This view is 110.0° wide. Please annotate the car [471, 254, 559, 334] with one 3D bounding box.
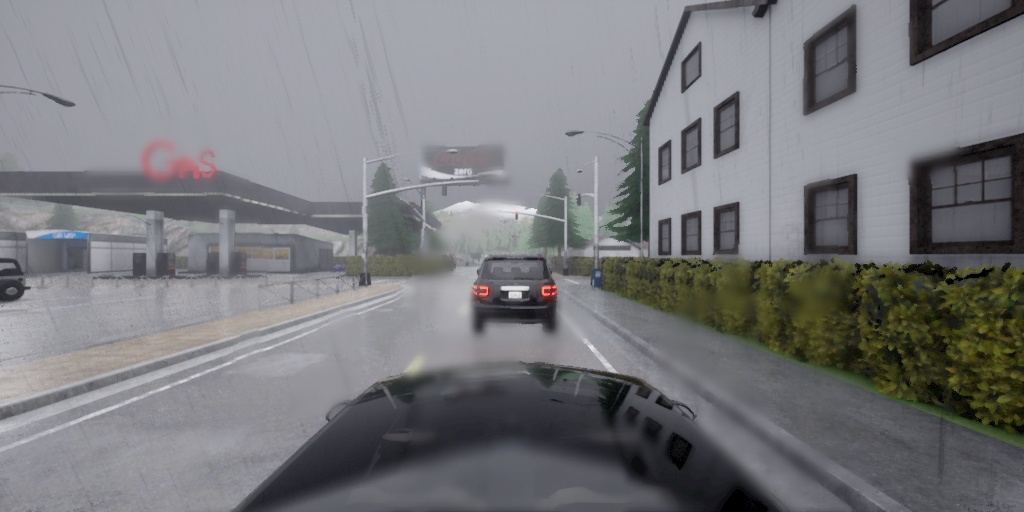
[{"bbox_3d":[0.081,0.968,10.745,2.150,2.045,5.566,0,0,0],"label":"car"}]
